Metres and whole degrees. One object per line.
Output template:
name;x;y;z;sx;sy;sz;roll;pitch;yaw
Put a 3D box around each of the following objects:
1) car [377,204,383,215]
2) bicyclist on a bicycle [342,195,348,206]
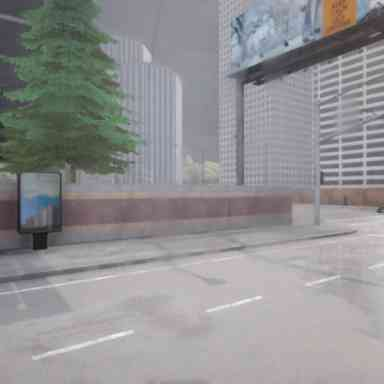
car;19.320;1.431;30.061;2.128;1.511;4.902;0;0;-29
bicyclist on a bicycle;21.306;1.221;46.345;1.656;1.620;0.582;0;0;-35
